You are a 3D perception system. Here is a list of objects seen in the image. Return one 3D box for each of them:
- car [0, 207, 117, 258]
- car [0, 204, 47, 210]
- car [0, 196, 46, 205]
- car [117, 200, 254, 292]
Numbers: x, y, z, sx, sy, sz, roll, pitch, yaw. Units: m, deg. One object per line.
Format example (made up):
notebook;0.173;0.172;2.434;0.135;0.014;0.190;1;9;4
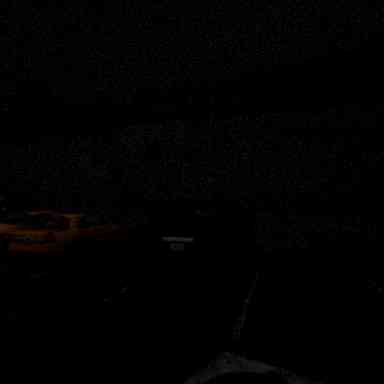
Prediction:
car;-4.424;1.480;12.851;1.946;1.575;5.366;0;-1;16
car;-6.959;1.478;14.233;1.946;1.575;5.366;0;-1;16
car;-9.355;1.239;16.131;2.435;2.045;5.566;0;-1;15
car;0.417;1.228;9.219;2.435;2.045;5.566;0;-1;16
